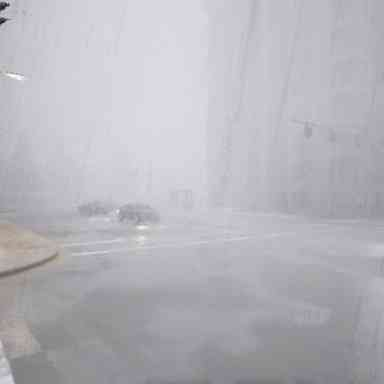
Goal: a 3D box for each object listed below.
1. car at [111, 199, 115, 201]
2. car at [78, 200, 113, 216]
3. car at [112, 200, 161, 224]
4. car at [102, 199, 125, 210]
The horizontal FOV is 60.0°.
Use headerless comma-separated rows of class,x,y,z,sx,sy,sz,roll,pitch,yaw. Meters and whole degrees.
car,-11.679,1.724,42.683,2.033,1.411,5.357,1,0,-36
car,-10.222,1.735,34.439,1.895,1.301,4.718,1,0,-36
car,-4.241,1.641,26.212,1.837,1.490,4.892,1,0,-36
car,-11.601,1.782,48.941,1.994,1.385,4.181,1,-1,-32
